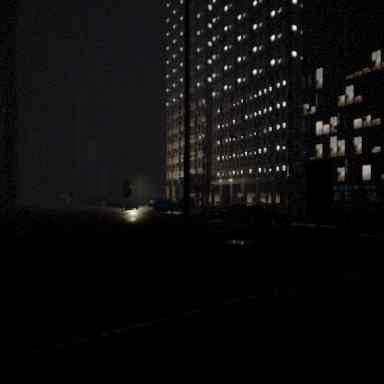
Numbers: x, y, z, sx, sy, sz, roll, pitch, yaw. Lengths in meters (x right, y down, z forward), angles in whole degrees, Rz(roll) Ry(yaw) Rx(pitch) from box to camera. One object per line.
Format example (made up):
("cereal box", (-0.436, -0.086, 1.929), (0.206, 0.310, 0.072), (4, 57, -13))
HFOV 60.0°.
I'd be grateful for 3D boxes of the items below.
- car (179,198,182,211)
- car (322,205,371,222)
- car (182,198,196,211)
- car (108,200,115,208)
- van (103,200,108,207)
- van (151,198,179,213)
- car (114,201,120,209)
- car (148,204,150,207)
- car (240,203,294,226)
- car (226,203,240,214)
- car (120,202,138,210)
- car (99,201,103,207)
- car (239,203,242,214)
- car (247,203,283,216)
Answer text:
("car", (-4.030, 2.025, 52.748), (2.150, 2.045, 5.566), (0, -1, -25))
("car", (13.577, 1.870, 29.617), (2.008, 1.369, 4.403), (-1, -1, -26))
("car", (-1.272, 2.042, 54.146), (2.150, 2.045, 5.566), (0, -1, -26))
("car", (-16.098, 2.748, 71.473), (1.887, 1.381, 4.507), (-1, -1, -26))
("van", (-18.561, 2.651, 76.532), (1.690, 1.788, 3.998), (-1, -1, -26))
("van", (-3.802, 2.019, 46.187), (1.690, 1.788, 3.998), (-1, -1, -26))
("car", (-13.564, 2.618, 66.263), (1.752, 1.417, 4.829), (-1, -1, -26))
("car", (-8.561, 2.830, 75.137), (1.802, 1.307, 4.206), (-1, -1, -26))
("car", (6.041, 1.825, 25.952), (2.008, 1.369, 4.403), (-1, -1, -26))
("car", (6.198, 2.187, 44.791), (1.947, 1.339, 4.313), (-1, -1, -26))
("car", (-11.178, 2.541, 61.357), (2.008, 1.369, 4.403), (-1, -1, -26))
("car", (-23.477, 3.071, 86.645), (1.887, 1.381, 4.507), (-1, -1, -26))
("car", (6.835, 1.842, 30.267), (2.128, 1.511, 4.902), (0, -1, -26))
("car", (8.658, 2.086, 39.733), (1.947, 1.339, 4.313), (-1, -1, -26))
